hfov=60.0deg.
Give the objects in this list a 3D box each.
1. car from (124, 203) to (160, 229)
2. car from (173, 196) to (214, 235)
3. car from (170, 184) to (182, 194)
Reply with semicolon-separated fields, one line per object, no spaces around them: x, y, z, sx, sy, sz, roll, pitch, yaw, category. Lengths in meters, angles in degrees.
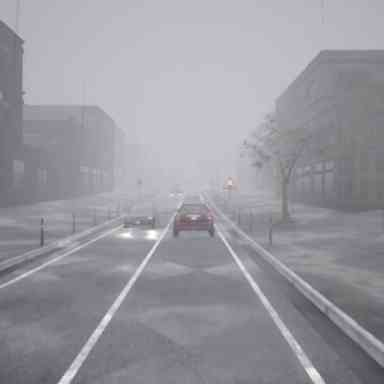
-3.101;1.453;21.316;1.812;1.442;4.674;0;1;0;car
0.094;1.310;18.729;2.097;1.767;4.553;0;1;0;car
-3.001;-0.597;62.868;2.097;1.767;4.553;0;3;1;car
